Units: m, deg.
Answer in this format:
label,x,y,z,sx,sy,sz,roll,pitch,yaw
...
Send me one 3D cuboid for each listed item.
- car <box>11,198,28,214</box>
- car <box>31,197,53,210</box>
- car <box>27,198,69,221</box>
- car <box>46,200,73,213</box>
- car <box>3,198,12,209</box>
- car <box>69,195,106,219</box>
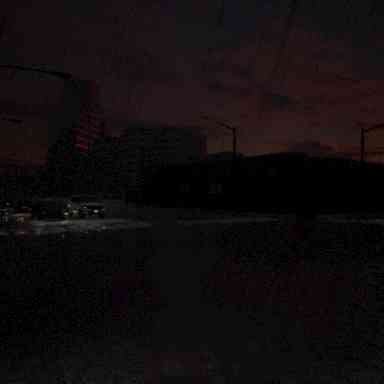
label,x,y,z,sx,sy,sz,roll,pitch,yaw
car,-18.385,1.575,36.960,1.837,1.490,4.892,1,0,-36
car,-21.142,1.588,46.891,1.882,1.535,5.008,1,0,-35
car,-12.468,1.549,28.658,1.882,1.535,5.008,1,0,-36
car,-15.625,1.674,39.131,1.994,1.385,4.181,1,0,-35
car,-25.397,1.578,46.850,1.837,1.490,4.892,1,-1,-35
car,-9.912,1.331,31.113,2.150,2.045,5.566,1,0,-36
